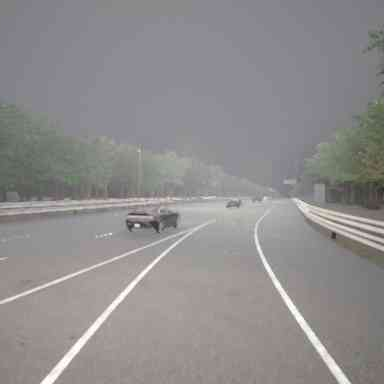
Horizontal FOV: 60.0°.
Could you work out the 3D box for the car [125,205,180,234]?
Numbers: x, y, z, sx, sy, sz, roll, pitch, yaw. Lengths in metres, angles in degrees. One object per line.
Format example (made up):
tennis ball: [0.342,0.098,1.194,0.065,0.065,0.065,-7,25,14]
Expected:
car: [-2.125,1.491,19.239,2.128,1.511,4.902,0,0,16]

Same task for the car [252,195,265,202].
car: [17.156,1.682,87.293,2.150,2.045,5.566,0,-1,16]

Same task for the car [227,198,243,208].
car: [6.403,1.611,49.570,1.812,1.442,4.674,0,0,16]
